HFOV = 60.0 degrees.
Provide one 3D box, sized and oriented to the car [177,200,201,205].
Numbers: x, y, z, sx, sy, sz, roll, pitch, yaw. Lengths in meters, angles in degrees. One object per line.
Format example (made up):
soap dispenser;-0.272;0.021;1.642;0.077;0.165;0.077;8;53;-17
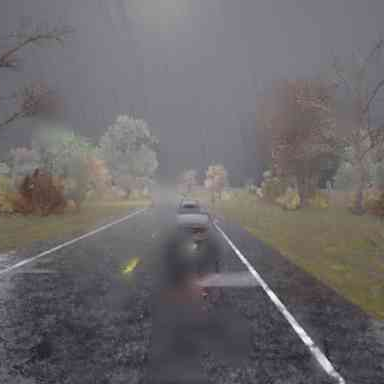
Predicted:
car;-0.252;1.425;28.592;1.837;1.490;4.892;0;0;-1

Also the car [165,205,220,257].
car;0.001;1.469;12.834;1.837;1.490;4.892;0;0;0

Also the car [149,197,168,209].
car;-4.335;1.406;43.453;1.812;1.442;4.674;0;0;-2

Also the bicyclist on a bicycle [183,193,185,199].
bicyclist on a bicycle;-2.114;1.197;90.582;0.582;1.620;1.656;0;0;-4

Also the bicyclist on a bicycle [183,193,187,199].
bicyclist on a bicycle;-1.542;1.224;81.583;0.582;1.620;1.656;0;0;-3
